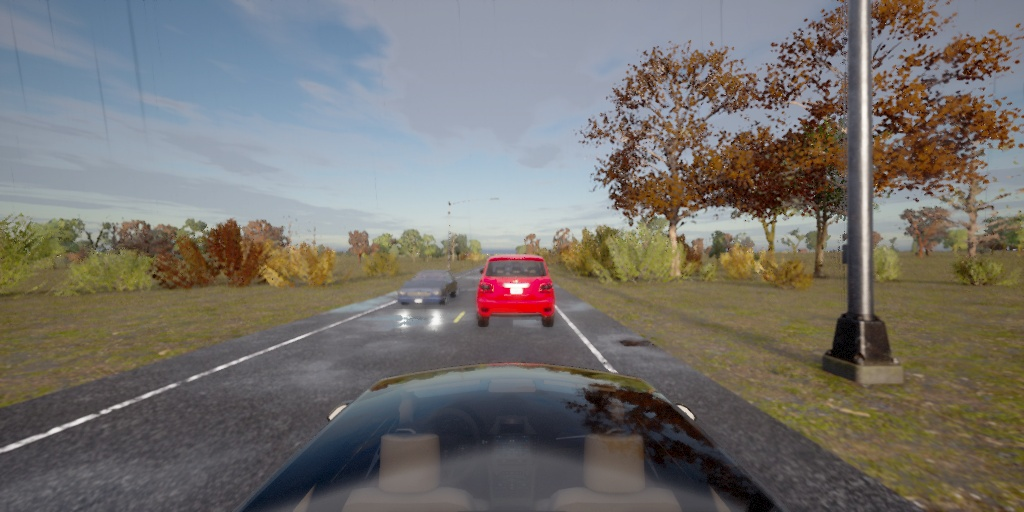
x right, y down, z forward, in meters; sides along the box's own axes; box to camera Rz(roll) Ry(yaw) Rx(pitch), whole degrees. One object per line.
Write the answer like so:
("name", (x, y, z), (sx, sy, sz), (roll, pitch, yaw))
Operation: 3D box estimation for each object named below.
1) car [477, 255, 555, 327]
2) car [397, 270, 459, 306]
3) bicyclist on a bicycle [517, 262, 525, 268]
("car", (0.098, 1.005, 11.744), (2.150, 2.045, 5.566), (0, -1, 0))
("car", (-3.595, 1.350, 16.404), (2.033, 1.411, 5.357), (0, 0, 0))
("bicyclist on a bicycle", (0.911, 1.239, 34.555), (0.659, 1.776, 1.843), (0, 0, 0))
